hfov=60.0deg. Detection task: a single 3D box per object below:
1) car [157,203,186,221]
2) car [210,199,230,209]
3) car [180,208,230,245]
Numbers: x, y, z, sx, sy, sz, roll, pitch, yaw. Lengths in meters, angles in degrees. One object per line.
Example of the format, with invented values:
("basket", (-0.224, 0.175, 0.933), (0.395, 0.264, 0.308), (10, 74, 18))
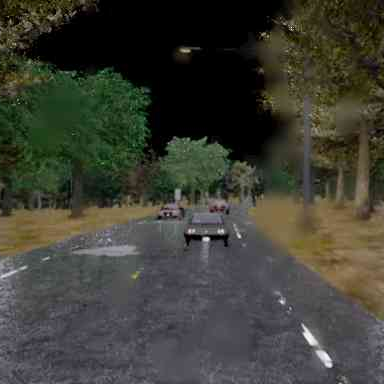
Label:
("car", (-1.701, 1.678, 28.794), (1.994, 1.385, 4.181), (0, 0, 7))
("car", (3.220, 1.529, 37.541), (2.097, 1.767, 4.553), (0, -1, 9))
("car", (0.735, 1.643, 15.783), (1.895, 1.301, 4.718), (0, 0, 4))
